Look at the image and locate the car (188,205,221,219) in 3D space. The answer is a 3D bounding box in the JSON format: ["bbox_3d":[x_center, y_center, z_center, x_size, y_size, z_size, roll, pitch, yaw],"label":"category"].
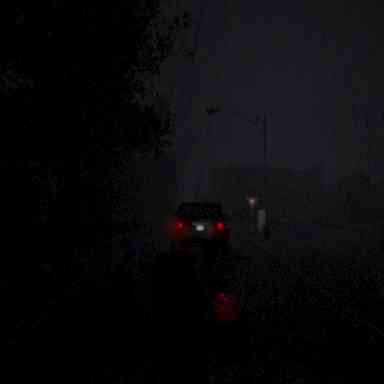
[{"bbox_3d":[1.797,3.077,51.150,2.435,2.045,5.566,2,-3,-30],"label":"car"}]

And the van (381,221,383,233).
[{"bbox_3d":[31.428,5.893,56.364,1.878,1.987,4.442,8,-5,-29],"label":"van"}]

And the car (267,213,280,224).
[{"bbox_3d":[10.641,3.807,52.821,2.435,2.045,5.566,8,-5,-30],"label":"car"}]

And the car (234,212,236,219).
[{"bbox_3d":[2.485,2.503,31.639,1.882,1.535,5.008,-1,-3,19],"label":"car"}]

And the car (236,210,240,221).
[{"bbox_3d":[4.675,3.376,51.746,2.185,1.767,4.553,5,-4,-31],"label":"car"}]

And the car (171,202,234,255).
[{"bbox_3d":[0.352,1.483,14.200,2.150,2.045,5.566,0,-3,1],"label":"car"}]

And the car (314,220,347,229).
[{"bbox_3d":[22.438,5.275,54.924,2.002,1.452,4.674,7,-4,-30],"label":"car"}]

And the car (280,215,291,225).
[{"bbox_3d":[13.472,4.352,53.524,1.946,1.575,5.366,7,-4,-30],"label":"car"}]

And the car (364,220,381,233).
[{"bbox_3d":[28.286,5.825,56.107,1.946,1.575,5.366,7,-4,-29],"label":"car"}]

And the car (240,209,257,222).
[{"bbox_3d":[7.646,3.633,52.253,2.185,1.767,4.553,7,-4,-31],"label":"car"}]

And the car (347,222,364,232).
[{"bbox_3d":[25.407,5.571,55.445,2.002,1.452,4.674,8,-5,-30],"label":"car"}]
